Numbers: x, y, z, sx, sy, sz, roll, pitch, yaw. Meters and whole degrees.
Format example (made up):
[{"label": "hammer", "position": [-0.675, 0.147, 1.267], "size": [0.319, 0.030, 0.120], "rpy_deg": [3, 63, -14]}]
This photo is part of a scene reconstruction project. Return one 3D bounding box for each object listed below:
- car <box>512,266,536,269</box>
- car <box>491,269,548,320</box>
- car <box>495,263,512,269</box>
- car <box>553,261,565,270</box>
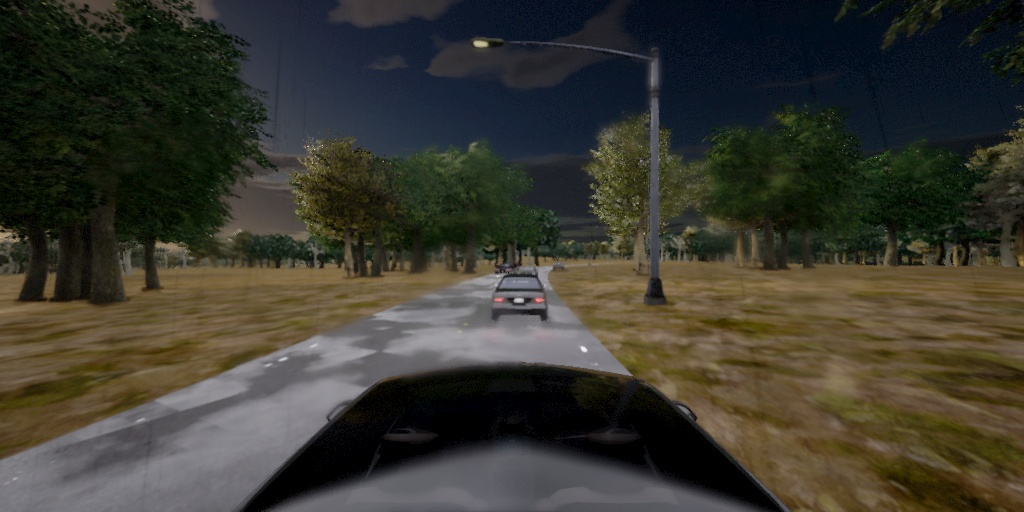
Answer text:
[{"label": "car", "position": [1.313, 1.514, 31.258], "size": [1.895, 1.301, 4.718], "rpy_deg": [0, 0, 5]}, {"label": "car", "position": [0.300, 1.352, 12.935], "size": [2.033, 1.411, 5.357], "rpy_deg": [0, 0, 2]}, {"label": "car", "position": [-0.841, 1.546, 42.456], "size": [1.994, 1.385, 4.181], "rpy_deg": [0, 0, 6]}, {"label": "car", "position": [8.160, 1.578, 62.294], "size": [1.970, 1.475, 3.806], "rpy_deg": [0, -1, 9]}]
